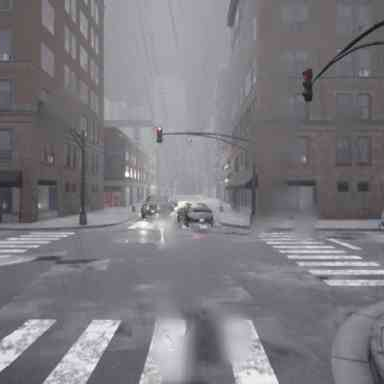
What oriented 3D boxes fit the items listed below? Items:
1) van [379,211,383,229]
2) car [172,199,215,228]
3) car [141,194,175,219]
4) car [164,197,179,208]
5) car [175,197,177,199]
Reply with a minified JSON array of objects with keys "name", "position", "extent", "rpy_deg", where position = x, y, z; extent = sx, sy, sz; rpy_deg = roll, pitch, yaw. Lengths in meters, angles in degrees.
[{"name":"van","position":[12.062,1.352,17.401],"extent":[3.998,1.788,1.690],"rpy_deg":[0,0,0]},{"name":"car","position":[0.186,1.494,22.394],"extent":[2.128,1.511,4.902],"rpy_deg":[-1,0,-10]},{"name":"car","position":[-3.075,1.226,29.788],"extent":[2.150,2.045,5.566],"rpy_deg":[0,0,2]},{"name":"car","position":[-3.067,1.485,49.732],"extent":[1.882,1.535,5.008],"rpy_deg":[0,0,0]},{"name":"car","position":[-3.087,1.532,39.461],"extent":[1.812,1.442,4.674],"rpy_deg":[0,0,0]}]
